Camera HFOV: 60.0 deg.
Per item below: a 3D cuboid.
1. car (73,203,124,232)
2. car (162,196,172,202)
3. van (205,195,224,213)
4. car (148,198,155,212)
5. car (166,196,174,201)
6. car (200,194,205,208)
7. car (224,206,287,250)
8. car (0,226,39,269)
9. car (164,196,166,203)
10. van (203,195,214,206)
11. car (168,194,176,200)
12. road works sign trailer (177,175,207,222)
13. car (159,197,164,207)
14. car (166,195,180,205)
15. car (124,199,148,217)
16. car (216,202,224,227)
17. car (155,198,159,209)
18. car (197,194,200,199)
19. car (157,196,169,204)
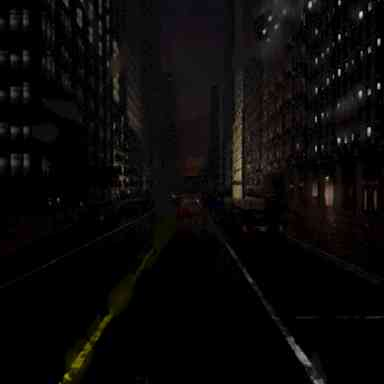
[{"bbox_3d":[-5.702,1.452,20.117,1.967,1.590,4.097,-1,0,0],"label":"car"},{"bbox_3d":[-5.711,1.598,76.953,2.008,1.369,4.403,-1,0,0],"label":"car"},{"bbox_3d":[2.675,1.365,37.169,1.690,1.788,3.998,-1,0,0],"label":"van"},{"bbox_3d":[-5.704,1.589,37.168,1.947,1.339,4.313,-1,0,0],"label":"car"},{"bbox_3d":[-5.713,1.636,88.320,1.802,1.307,4.206,-1,0,0],"label":"car"},{"bbox_3d":[2.672,1.346,48.537,2.192,1.841,5.009,-1,0,0],"label":"car"},{"bbox_3d":[2.680,1.449,14.435,1.967,1.590,4.097,-1,0,0],"label":"car"},{"bbox_3d":[-5.699,1.531,8.580,1.752,1.417,4.829,-1,0,0],"label":"car"},{"bbox_3d":[-5.707,1.616,54.219,1.802,1.307,4.206,-1,0,0],"label":"car"},{"bbox_3d":[2.672,1.375,54.220,1.690,1.788,3.998,-1,0,0],"label":"van"},{"bbox_3d":[-5.715,1.497,94.004,1.967,1.590,4.097,-1,0,0],"label":"car"},{"bbox_3d":[0.015,0.481,26.542,2.380,3.560,2.880,0,0,0],"label":"road works sign trailer"},{"bbox_3d":[-5.707,1.581,48.535,2.008,1.369,4.403,-1,0,0],"label":"car"},{"bbox_3d":[-3.056,1.584,57.917,2.033,1.411,5.357,0,0,1],"label":"car"},{"bbox_3d":[-5.703,1.570,31.484,2.008,1.369,4.403,-1,0,0],"label":"car"},{"bbox_3d":[2.680,1.538,20.288,1.752,1.417,4.829,-1,0,0],"label":"car"},{"bbox_3d":[-5.705,1.571,42.851,1.887,1.381,4.507,-1,0,0],"label":"car"},{"bbox_3d":[2.670,1.599,76.954,2.008,1.369,4.403,-1,0,0],"label":"car"},{"bbox_3d":[-5.709,1.592,65.586,2.008,1.369,4.403,-1,0,0],"label":"car"}]
